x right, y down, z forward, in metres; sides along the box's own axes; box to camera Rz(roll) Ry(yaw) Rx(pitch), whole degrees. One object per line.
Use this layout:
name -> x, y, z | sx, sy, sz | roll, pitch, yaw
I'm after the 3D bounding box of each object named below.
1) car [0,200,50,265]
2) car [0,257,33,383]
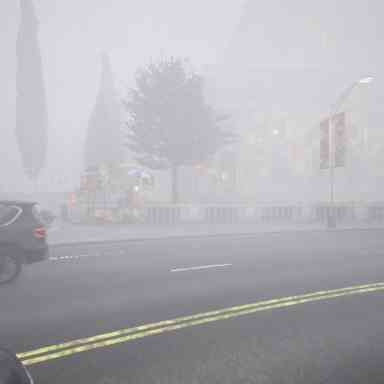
car -> -6.383, 1.221, 7.885 | 5.566, 2.045, 2.150 | 0, 0, -34
car -> -3.265, 1.491, 1.309 | 4.902, 1.511, 2.128 | 0, 0, -37
